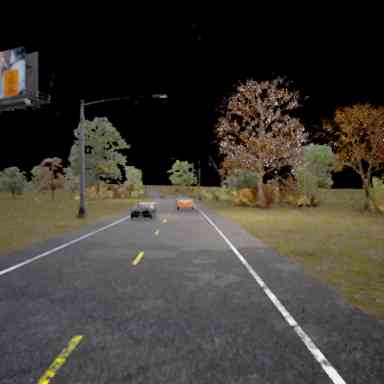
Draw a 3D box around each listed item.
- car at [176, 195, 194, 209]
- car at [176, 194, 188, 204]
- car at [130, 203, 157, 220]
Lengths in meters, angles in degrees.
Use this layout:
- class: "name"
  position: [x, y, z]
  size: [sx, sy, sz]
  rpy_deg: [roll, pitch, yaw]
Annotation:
- class: "car"
  position: [-0.914, 1.326, 43.763]
  size: [2.097, 1.767, 4.553]
  rpy_deg: [0, 0, -2]
- class: "car"
  position: [-1.929, 1.298, 62.442]
  size: [2.097, 1.767, 4.553]
  rpy_deg: [0, 0, -4]
- class: "car"
  position: [-4.027, 1.595, 28.031]
  size: [1.895, 1.301, 4.718]
  rpy_deg: [0, 0, -2]
